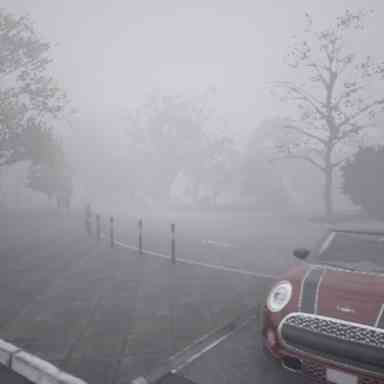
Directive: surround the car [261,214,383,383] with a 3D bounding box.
[{"bbox_3d":[2.805,1.297,5.208,2.185,1.767,4.553,0,0,35],"label":"car"}]
